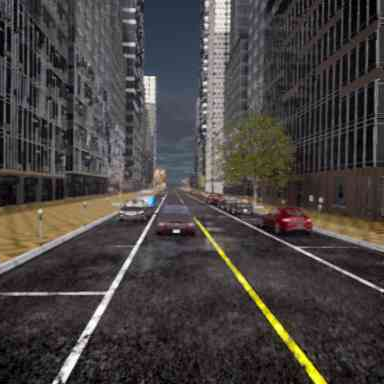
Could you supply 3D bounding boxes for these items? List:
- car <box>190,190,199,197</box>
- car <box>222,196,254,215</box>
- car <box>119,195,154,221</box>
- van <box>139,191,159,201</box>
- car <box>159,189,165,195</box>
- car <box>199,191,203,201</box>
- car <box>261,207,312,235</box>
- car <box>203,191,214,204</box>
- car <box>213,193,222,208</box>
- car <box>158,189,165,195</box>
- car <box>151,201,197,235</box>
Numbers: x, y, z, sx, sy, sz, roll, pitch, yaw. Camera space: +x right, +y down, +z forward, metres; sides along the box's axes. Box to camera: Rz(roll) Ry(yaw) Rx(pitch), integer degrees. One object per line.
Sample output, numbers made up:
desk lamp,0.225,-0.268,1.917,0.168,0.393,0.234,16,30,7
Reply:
car,1.258,0.390,74.199,1.887,1.381,4.507,1,1,-4
car,4.128,1.191,28.757,2.008,1.369,4.403,1,1,-4
car,-3.876,1.147,22.549,2.008,1.369,4.403,1,1,-4
van,-4.590,0.748,33.907,1.690,1.788,3.998,1,1,-4
car,-7.823,0.044,85.034,1.887,1.381,4.507,1,1,-4
car,2.694,0.688,51.476,1.967,1.590,4.097,1,1,-4
car,4.845,1.407,17.396,1.802,1.307,4.206,1,1,-4
car,3.054,0.787,45.796,1.967,1.590,4.097,1,1,-4
car,3.769,1.095,34.437,2.008,1.369,4.403,1,1,-4
car,-8.183,-0.024,90.716,1.802,1.307,4.206,1,1,-4
car,-0.836,1.278,17.094,2.033,1.411,5.357,1,1,-4
